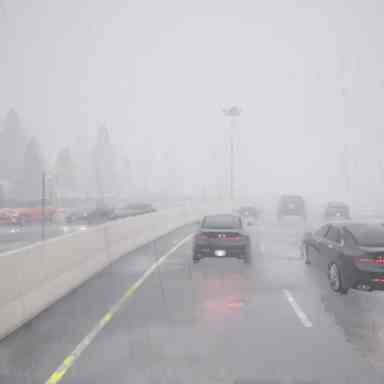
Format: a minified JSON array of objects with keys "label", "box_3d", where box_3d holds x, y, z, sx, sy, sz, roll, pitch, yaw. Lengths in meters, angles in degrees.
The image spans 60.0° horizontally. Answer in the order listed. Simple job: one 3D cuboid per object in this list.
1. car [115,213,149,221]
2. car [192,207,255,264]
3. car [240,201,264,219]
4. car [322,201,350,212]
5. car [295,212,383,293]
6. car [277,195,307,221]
[{"label":"car","box_3d":[-3.983,1.478,23.324,1.837,1.490,4.892,0,0,15]},{"label":"car","box_3d":[1.135,1.506,11.942,1.837,1.490,4.892,0,0,8]},{"label":"car","box_3d":[5.092,1.542,28.864,1.812,1.442,4.674,0,0,18]},{"label":"car","box_3d":[12.478,1.557,28.856,1.837,1.490,4.892,0,0,19]},{"label":"car","box_3d":[4.249,1.523,8.779,1.837,1.490,4.892,0,0,6]},{"label":"car","box_3d":[8.327,1.254,27.641,2.150,2.045,5.566,0,0,18]}]
